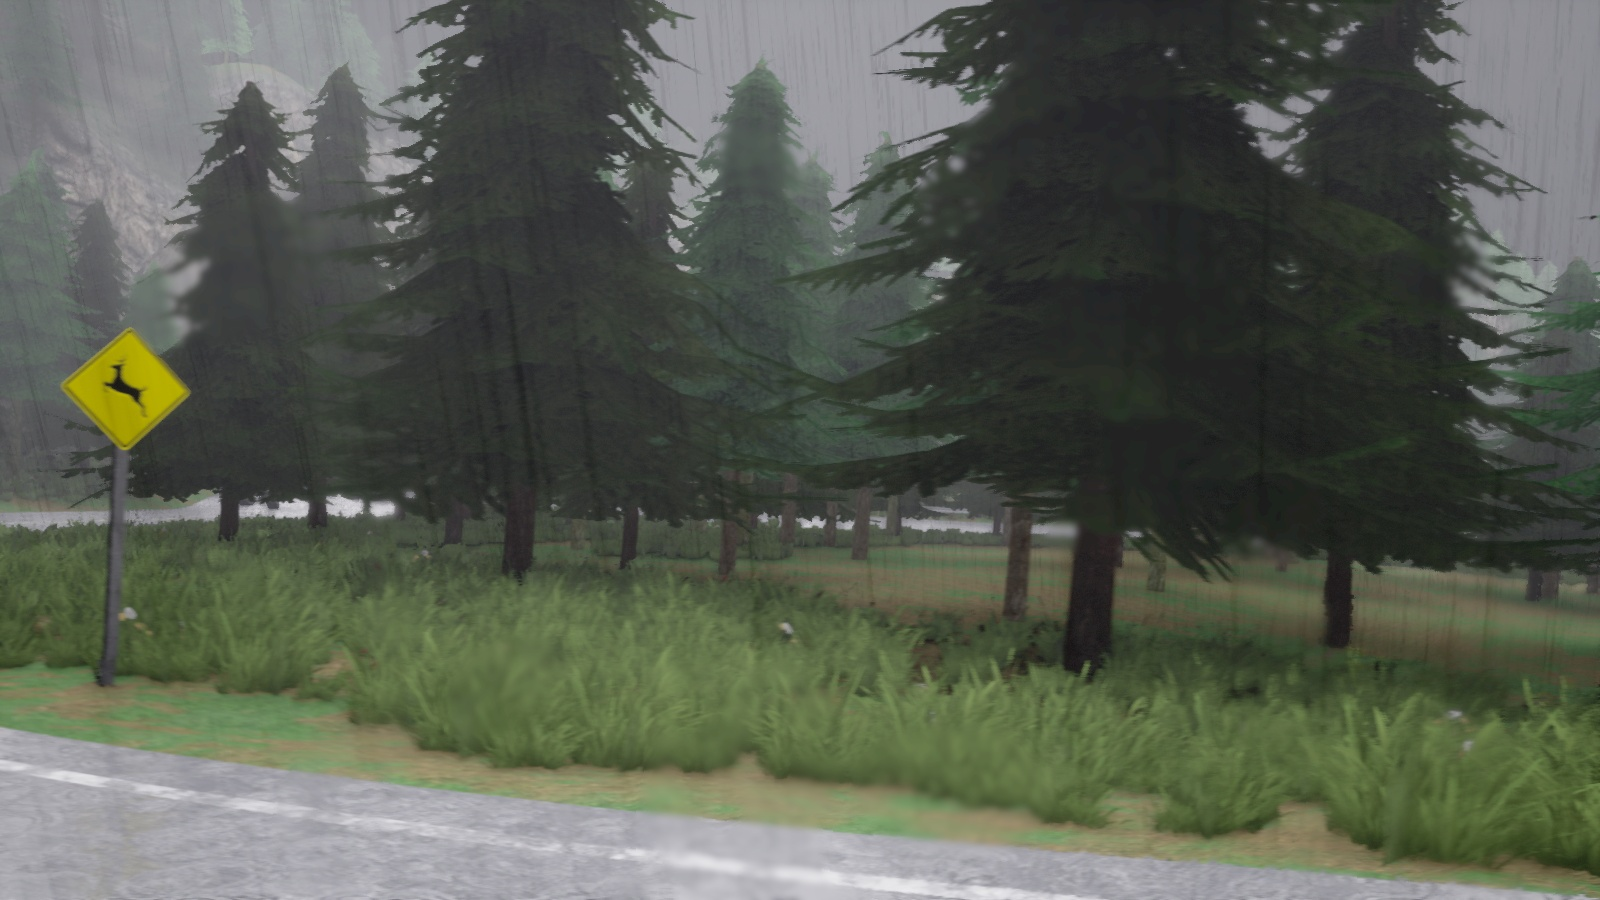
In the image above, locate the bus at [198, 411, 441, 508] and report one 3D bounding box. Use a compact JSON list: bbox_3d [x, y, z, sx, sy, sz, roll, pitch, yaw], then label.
[{"bbox_3d":[-22.960,0.402,60.653,3.944,4.253,10.273,-1,0,42],"label":"bus"}]
